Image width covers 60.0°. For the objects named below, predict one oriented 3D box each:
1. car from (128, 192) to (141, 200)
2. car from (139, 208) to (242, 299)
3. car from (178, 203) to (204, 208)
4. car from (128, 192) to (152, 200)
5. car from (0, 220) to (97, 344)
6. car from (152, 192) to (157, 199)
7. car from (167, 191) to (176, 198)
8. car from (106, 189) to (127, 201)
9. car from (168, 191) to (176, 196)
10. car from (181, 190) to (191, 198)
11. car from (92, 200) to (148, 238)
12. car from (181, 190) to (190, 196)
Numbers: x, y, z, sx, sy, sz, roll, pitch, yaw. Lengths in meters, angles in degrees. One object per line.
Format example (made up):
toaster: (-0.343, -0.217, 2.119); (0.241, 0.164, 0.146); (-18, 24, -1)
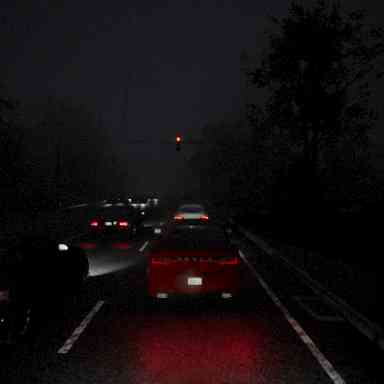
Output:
car: (-11.320, 0.718, 65.812); (1.994, 1.385, 4.181); (0, 1, -1)
car: (0.034, 1.389, 8.328); (1.882, 1.535, 5.008); (0, 1, 0)
car: (-0.038, 1.317, 17.519); (1.812, 1.442, 4.674); (0, 1, 0)
car: (-7.509, 0.936, 47.983); (2.033, 1.411, 5.357); (0, 1, -1)
car: (-3.449, 1.502, 6.300); (1.994, 1.385, 4.181); (0, 1, 0)
car: (-7.808, 0.689, 65.112); (1.812, 1.442, 4.674); (0, 1, -1)
car: (-4.632, 0.563, 74.954); (2.033, 1.411, 5.357); (0, 1, -3)
car: (-11.021, 0.599, 48.817); (2.150, 2.045, 5.566); (0, 1, 0)
car: (-5.216, 0.345, 85.404); (2.033, 1.411, 5.357); (0, 1, -4)
car: (-1.170, 0.575, 75.908); (1.994, 1.385, 4.181); (0, 1, -3)
car: (-3.531, 1.351, 16.497); (2.033, 1.411, 5.357); (0, 1, 0)
car: (-1.723, 0.280, 85.630); (1.882, 1.535, 5.008); (0, 1, -4)
